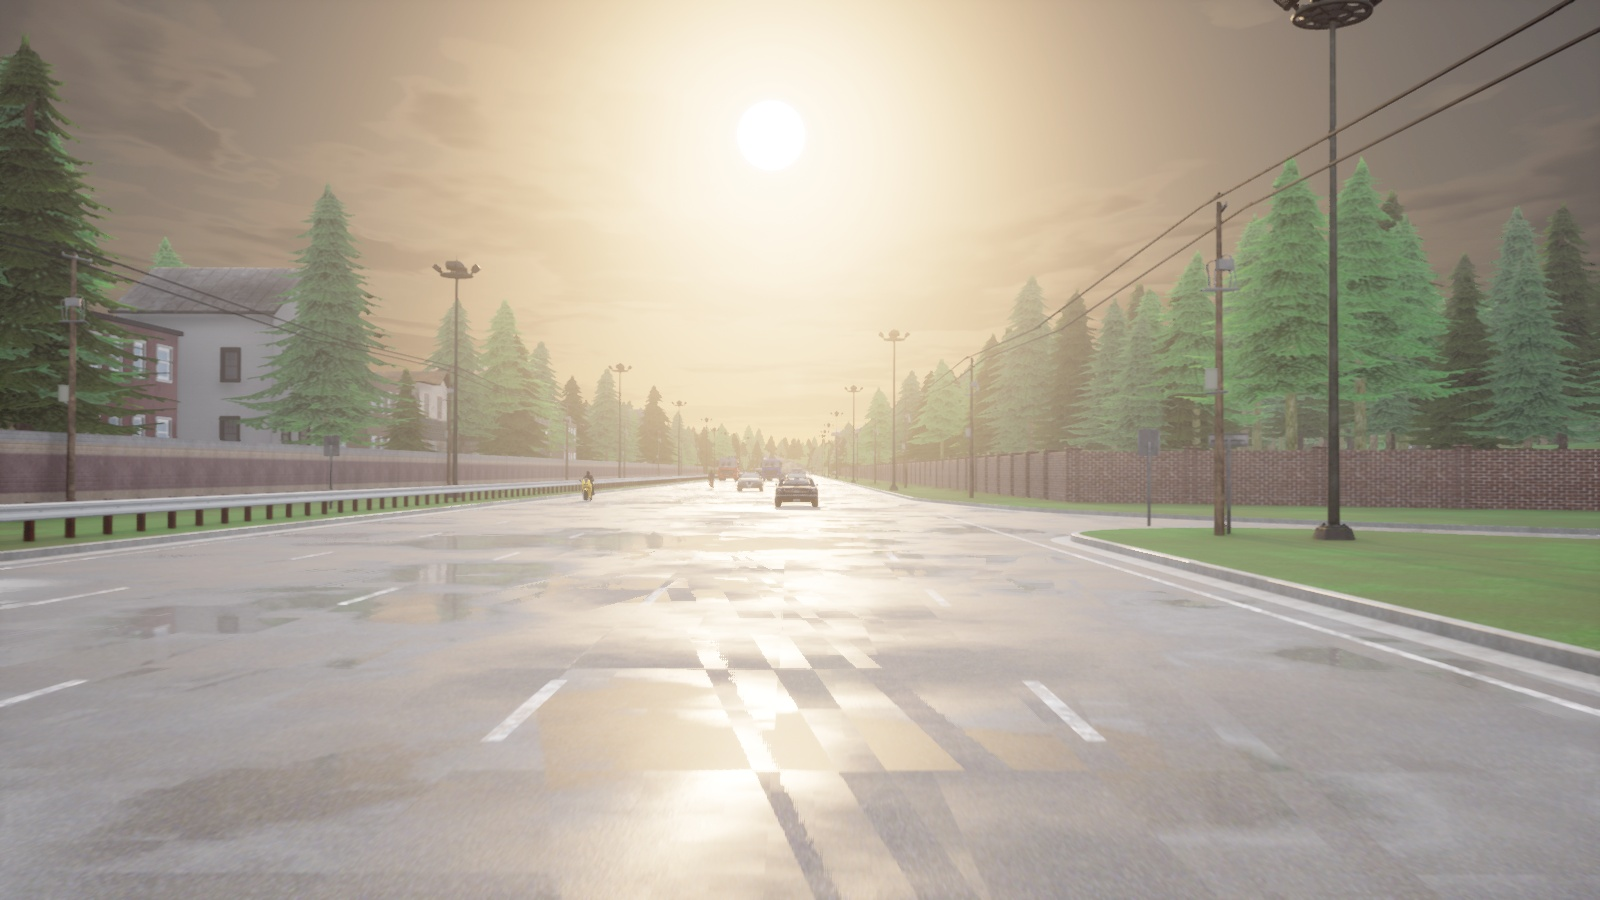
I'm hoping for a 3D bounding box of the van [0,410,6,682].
[{"bbox_3d":[-7.019,0.687,7.218,2.069,2.038,4.480,0,-1,0],"label":"van"}]

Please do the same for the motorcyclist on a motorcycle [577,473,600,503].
[{"bbox_3d":[-10.651,1.898,63.243,0.797,1.523,2.044,0,-1,0],"label":"motorcyclist on a motorcycle"}]

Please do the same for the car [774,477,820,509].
[{"bbox_3d":[-0.131,1.831,54.845,1.895,1.301,4.718,0,-1,0],"label":"car"}]

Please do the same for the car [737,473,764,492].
[{"bbox_3d":[-3.729,2.451,95.323,1.812,1.442,4.674,0,-1,0],"label":"car"}]
